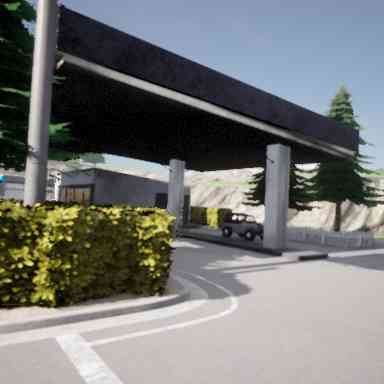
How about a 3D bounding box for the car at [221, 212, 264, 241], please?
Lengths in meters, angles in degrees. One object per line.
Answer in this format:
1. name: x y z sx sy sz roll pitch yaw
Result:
1. car: 3.872 2.485 24.252 1.905 1.878 3.866 4 -3 -36
